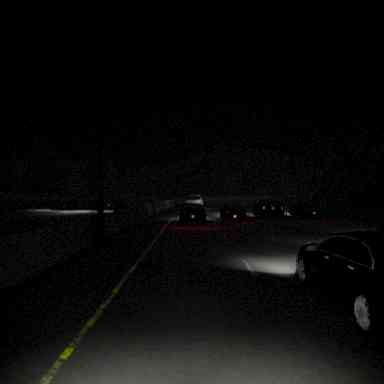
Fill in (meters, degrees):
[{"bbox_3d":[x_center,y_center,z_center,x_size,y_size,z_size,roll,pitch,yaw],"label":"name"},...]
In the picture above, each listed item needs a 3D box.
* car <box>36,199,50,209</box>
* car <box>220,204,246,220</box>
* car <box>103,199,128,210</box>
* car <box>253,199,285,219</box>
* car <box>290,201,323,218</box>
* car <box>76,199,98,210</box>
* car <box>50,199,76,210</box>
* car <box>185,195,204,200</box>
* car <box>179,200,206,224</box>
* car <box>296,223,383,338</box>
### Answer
[{"bbox_3d":[-20.429,1.742,48.454,2.033,1.411,5.357,0,0,5],"label":"car"},{"bbox_3d":[3.553,1.718,29.654,1.895,1.301,4.718,0,0,0],"label":"car"},{"bbox_3d":[-10.105,1.688,45.654,1.837,1.490,4.892,0,-1,4],"label":"car"},{"bbox_3d":[7.062,1.474,31.011,2.097,1.767,4.553,0,0,0],"label":"car"},{"bbox_3d":[10.560,1.614,31.053,2.128,1.511,4.902,0,0,0],"label":"car"},{"bbox_3d":[-13.593,1.676,45.973,2.128,1.511,4.902,0,0,4],"label":"car"},{"bbox_3d":[-17.117,1.709,45.668,1.812,1.442,4.674,0,0,4],"label":"car"},{"bbox_3d":[0.335,1.382,41.502,2.150,2.045,5.566,0,-1,3],"label":"car"},{"bbox_3d":[0.051,1.580,25.501,1.882,1.535,5.008,0,-1,0],"label":"car"},{"bbox_3d":[3.588,1.531,6.638,1.837,1.490,4.892,0,0,0],"label":"car"}]
